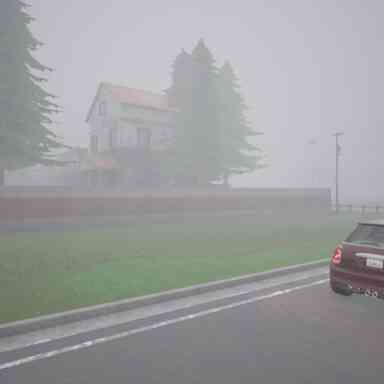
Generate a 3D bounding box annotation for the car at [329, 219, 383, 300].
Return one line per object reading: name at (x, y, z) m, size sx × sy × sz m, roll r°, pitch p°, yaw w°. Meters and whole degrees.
car at (5.139, 1.352, 7.428) m, size 4.553 × 1.767 × 2.097 m, roll 0°, pitch 0°, yaw -35°
